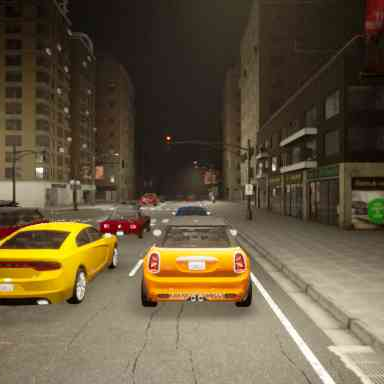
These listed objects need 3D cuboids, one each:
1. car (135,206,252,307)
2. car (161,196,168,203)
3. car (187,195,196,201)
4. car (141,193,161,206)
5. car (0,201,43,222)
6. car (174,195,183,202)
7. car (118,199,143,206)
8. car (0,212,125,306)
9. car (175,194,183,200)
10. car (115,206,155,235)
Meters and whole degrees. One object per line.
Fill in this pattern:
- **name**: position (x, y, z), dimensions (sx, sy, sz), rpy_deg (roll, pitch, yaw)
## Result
- **car**: position (0.082, 1.353, 8.140), dimensions (2.097, 1.767, 4.553), rpy_deg (0, 0, 0)
- **car**: position (-6.652, 1.533, 69.012), dimensions (2.128, 1.511, 4.902), rpy_deg (0, 0, 0)
- **car**: position (-0.177, 1.399, 80.741), dimensions (2.097, 1.767, 4.553), rpy_deg (0, 0, 0)
- **car**: position (-6.705, 1.242, 52.709), dimensions (2.150, 2.045, 5.566), rpy_deg (0, 0, 0)
- **car**: position (-6.627, 1.352, 11.482), dimensions (2.097, 1.767, 4.553), rpy_deg (0, 0, 0)
- **car**: position (-3.426, 1.543, 80.347), dimensions (1.837, 1.490, 4.892), rpy_deg (0, 0, 0)
- **car**: position (-6.678, 1.610, 34.885), dimensions (1.895, 1.301, 4.718), rpy_deg (0, 0, 0)
- **car**: position (-3.167, 1.478, 8.148), dimensions (1.882, 1.535, 5.008), rpy_deg (0, 0, 0)
- **car**: position (-3.450, 1.421, 90.768), dimensions (1.882, 1.535, 5.008), rpy_deg (0, 0, 0)
- **car**: position (-3.288, 1.603, 17.404), dimensions (1.895, 1.301, 4.718), rpy_deg (0, 0, 0)
